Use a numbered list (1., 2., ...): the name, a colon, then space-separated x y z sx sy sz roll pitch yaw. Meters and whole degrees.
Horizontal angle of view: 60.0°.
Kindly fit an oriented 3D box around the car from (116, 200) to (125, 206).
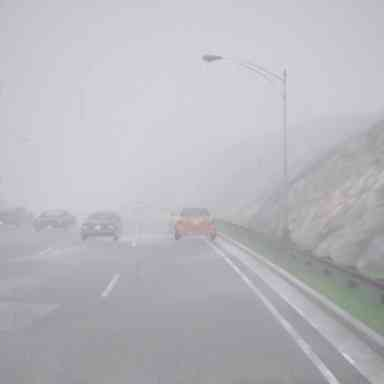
1. car: -10.824 2.053 52.634 1.882 1.535 5.008 0 -1 -23

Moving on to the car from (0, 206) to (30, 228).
1. car: -13.001 1.808 24.336 1.837 1.490 4.892 0 -1 -11

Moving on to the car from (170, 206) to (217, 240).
1. car: -0.056 1.534 18.244 2.097 1.767 4.553 0 -1 -8

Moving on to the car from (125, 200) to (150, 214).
1. car: -6.612 1.795 41.315 2.097 1.767 4.553 0 -1 -18

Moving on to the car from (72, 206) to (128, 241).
1. car: -4.788 1.752 18.174 2.033 1.411 5.357 0 -1 -8

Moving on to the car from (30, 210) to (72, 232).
1. car: -9.022 1.866 22.329 1.895 1.301 4.718 0 -1 -10
